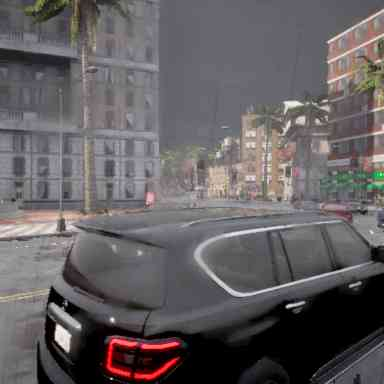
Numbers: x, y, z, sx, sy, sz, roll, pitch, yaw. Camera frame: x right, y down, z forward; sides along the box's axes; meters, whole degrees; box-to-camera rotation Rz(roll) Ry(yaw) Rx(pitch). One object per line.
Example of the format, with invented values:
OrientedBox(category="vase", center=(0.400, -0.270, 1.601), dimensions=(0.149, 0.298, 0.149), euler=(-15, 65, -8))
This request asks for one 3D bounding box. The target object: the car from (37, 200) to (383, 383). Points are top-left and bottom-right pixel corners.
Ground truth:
OrientedBox(category="car", center=(1.022, 1.221, 4.355), dimensions=(5.566, 2.045, 2.150), euler=(0, 0, -40))

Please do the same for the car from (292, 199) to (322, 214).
OrientedBox(category="car", center=(12.411, 1.541, 36.225), dimensions=(1.994, 1.385, 4.181), euler=(0, 0, 3))

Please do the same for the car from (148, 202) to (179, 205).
OrientedBox(category="car", center=(-1.619, 1.336, 16.764), dimensions=(2.097, 1.767, 4.553), euler=(0, 0, 38))

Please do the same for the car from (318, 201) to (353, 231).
OrientedBox(category="car", center=(9.439, 1.464, 22.051), dimensions=(1.882, 1.535, 5.008), euler=(0, 0, 22))

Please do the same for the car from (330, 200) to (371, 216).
OrientedBox(category="car", center=(15.751, 1.528, 33.390), dimensions=(2.033, 1.411, 5.357), euler=(0, 0, 6))
